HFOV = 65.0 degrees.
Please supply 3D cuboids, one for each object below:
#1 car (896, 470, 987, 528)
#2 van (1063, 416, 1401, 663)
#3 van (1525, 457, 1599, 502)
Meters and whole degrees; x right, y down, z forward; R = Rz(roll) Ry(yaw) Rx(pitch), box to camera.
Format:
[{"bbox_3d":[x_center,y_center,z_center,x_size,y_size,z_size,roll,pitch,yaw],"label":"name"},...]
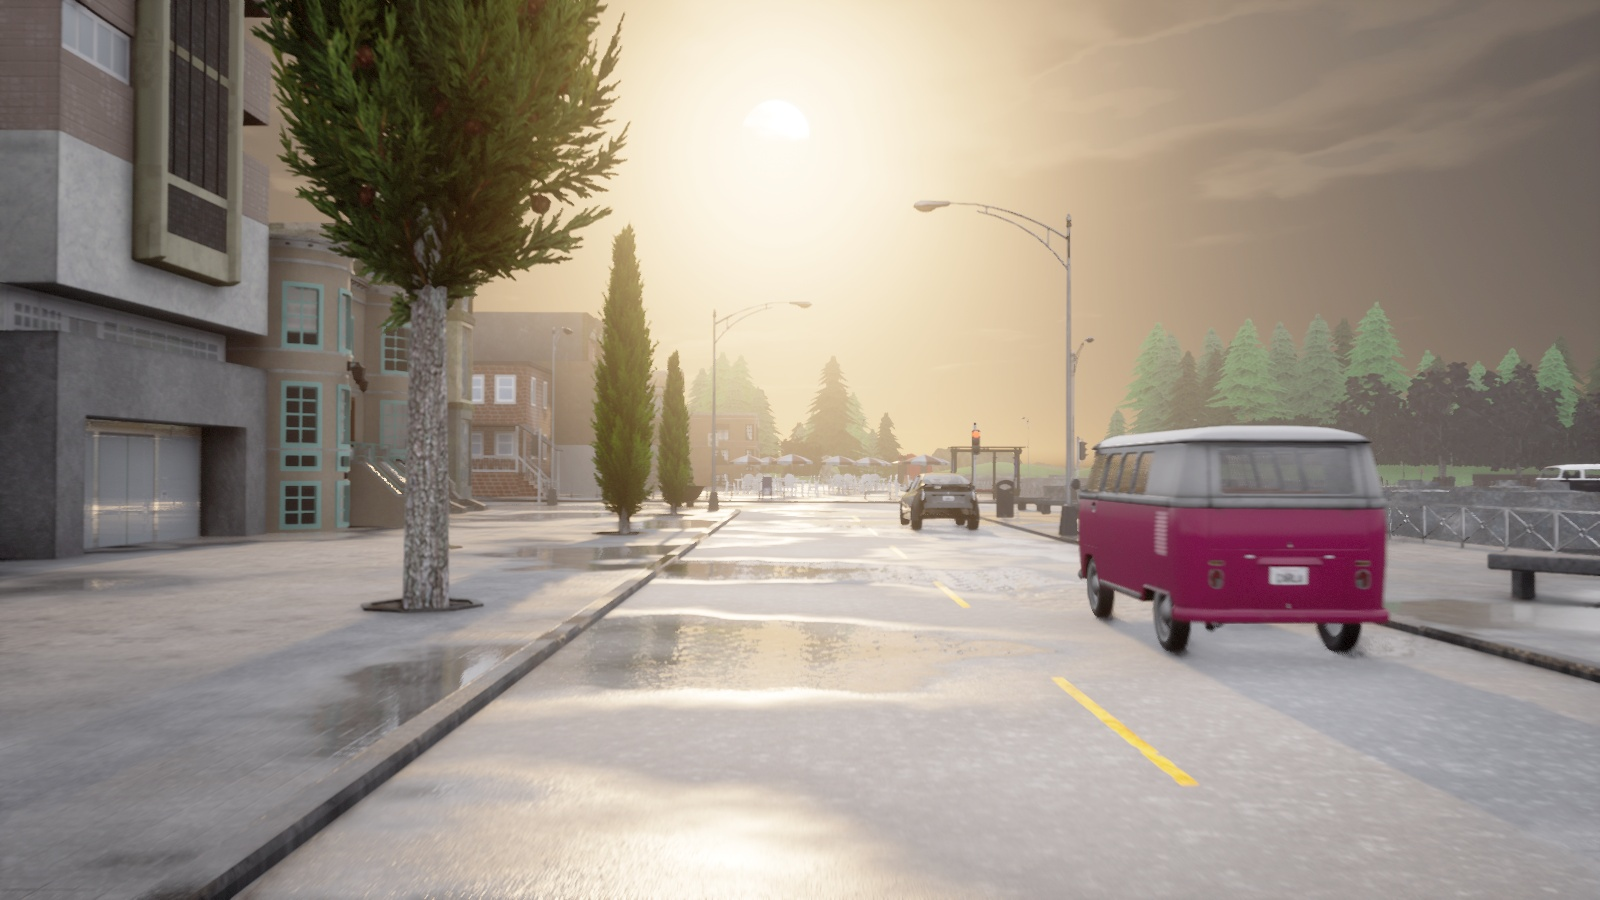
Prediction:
[{"bbox_3d":[3.903,1.338,35.350,2.007,1.525,4.514,0,-1,-1],"label":"car"},{"bbox_3d":[3.962,0.759,12.387,1.775,1.987,4.442,0,-1,0],"label":"van"},{"bbox_3d":[37.155,1.384,59.397,4.480,2.038,2.069,0,-1,0],"label":"van"}]
